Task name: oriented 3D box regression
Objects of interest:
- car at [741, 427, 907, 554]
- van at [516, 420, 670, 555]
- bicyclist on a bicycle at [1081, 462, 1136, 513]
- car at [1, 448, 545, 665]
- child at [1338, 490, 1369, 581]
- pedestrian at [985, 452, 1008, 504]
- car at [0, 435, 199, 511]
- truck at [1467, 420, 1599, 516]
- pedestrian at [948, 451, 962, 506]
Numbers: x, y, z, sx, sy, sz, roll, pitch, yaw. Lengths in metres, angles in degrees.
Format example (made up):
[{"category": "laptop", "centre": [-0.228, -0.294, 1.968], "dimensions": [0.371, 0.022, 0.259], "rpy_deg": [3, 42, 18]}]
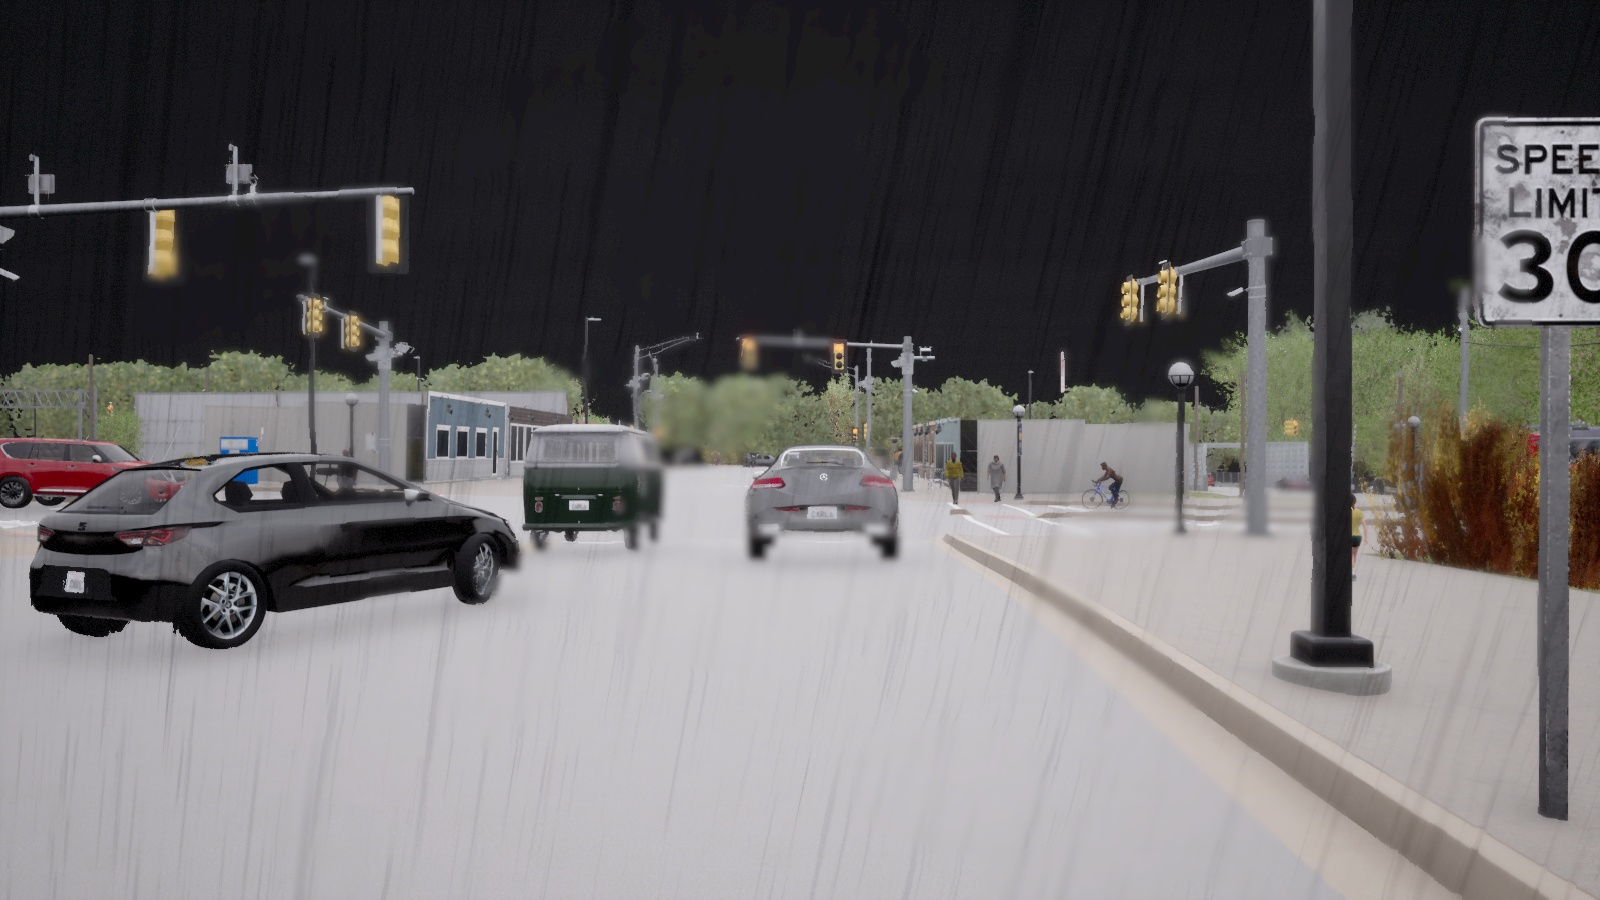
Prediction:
[{"category": "car", "centre": [0.350, 0.588, 18.883], "dimensions": [2.152, 1.651, 5.027], "rpy_deg": [0, -1, 1]}, {"category": "van", "centre": [-3.282, 0.598, 20.731], "dimensions": [1.775, 1.987, 4.442], "rpy_deg": [0, -1, 0]}, {"category": "bicyclist on a bicycle", "centre": [10.250, 1.247, 41.785], "dimensions": [1.656, 1.620, 0.582], "rpy_deg": [1, -1, 0]}, {"category": "car", "centre": [-4.332, 0.746, 11.057], "dimensions": [1.816, 1.474, 4.193], "rpy_deg": [0, 1, 28]}, {"category": "child", "centre": [6.917, 1.061, 15.702], "dimensions": [0.255, 1.110, 0.394], "rpy_deg": [0, 1, 7]}, {"category": "pedestrian", "centre": [7.532, 1.054, 48.037], "dimensions": [0.659, 1.952, 0.873], "rpy_deg": [0, 1, 24]}, {"category": "car", "centre": [-21.005, 0.660, 36.899], "dimensions": [5.566, 2.045, 2.150], "rpy_deg": [1, 0, -3]}, {"category": "truck", "centre": [32.456, 0.826, 54.751], "dimensions": [2.891, 3.827, 8.468], "rpy_deg": [-1, -1, 6]}, {"category": "pedestrian", "centre": [5.330, 0.974, 43.185], "dimensions": [0.431, 1.840, 0.709], "rpy_deg": [0, 1, 11]}]
